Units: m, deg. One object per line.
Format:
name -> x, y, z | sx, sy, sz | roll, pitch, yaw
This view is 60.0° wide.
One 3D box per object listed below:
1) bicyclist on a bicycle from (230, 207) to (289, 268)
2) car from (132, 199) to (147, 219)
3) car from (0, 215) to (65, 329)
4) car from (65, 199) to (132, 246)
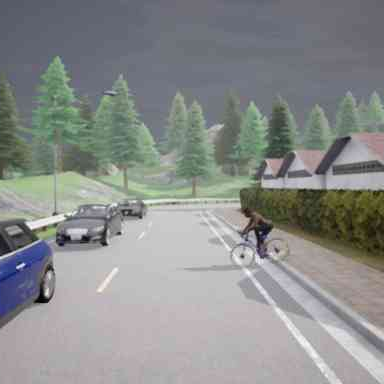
bicyclist on a bicycle -> 1.790, 1.216, 9.117 | 1.656, 1.620, 0.582 | -9, 1, -2
car -> -4.369, 1.169, 24.001 | 1.994, 1.385, 4.181 | 0, 1, -1
car -> -3.743, 1.273, 4.797 | 2.097, 1.767, 4.553 | 0, 1, -2
car -> -4.094, 1.262, 13.962 | 2.128, 1.511, 4.902 | 0, 1, -2
